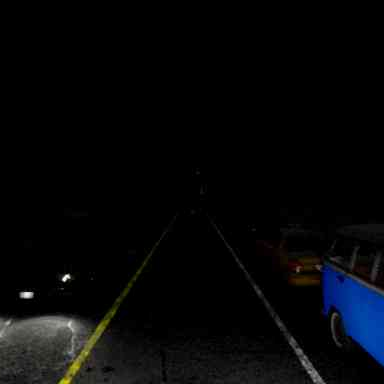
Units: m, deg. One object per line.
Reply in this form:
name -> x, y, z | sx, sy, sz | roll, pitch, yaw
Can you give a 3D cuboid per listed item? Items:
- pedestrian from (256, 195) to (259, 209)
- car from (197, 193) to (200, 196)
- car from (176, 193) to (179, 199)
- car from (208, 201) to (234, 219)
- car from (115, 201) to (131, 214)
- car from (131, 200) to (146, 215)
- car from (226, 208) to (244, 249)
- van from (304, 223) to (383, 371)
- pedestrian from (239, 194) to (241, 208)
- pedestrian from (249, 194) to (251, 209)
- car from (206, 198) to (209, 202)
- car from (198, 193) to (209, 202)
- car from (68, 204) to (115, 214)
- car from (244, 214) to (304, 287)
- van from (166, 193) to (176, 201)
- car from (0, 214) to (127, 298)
pedestrian -> 8.149, 1.257, 41.821 | 0.375, 1.860, 0.375 | 0, 0, 0
car -> 3.081, 1.590, 87.158 | 2.008, 1.369, 4.403 | 0, 0, 1
car -> -5.392, 1.610, 92.748 | 1.947, 1.339, 4.313 | 0, 0, 1
car -> 2.774, 1.556, 28.957 | 2.008, 1.369, 4.403 | 0, 0, 0
car -> -5.753, 1.548, 23.067 | 1.887, 1.381, 4.507 | 0, 0, 0
car -> -5.750, 1.558, 33.956 | 2.008, 1.369, 4.403 | 0, 0, 0
car -> 2.769, 1.567, 14.386 | 1.947, 1.339, 4.313 | 0, 0, 0
van -> 2.766, 1.341, 3.560 | 1.690, 1.788, 3.998 | 0, 0, 0
pedestrian -> 6.149, 1.152, 42.422 | 0.375, 1.860, 0.375 | 0, 0, 0
pedestrian -> 7.149, 1.186, 41.222 | 0.375, 1.860, 0.375 | 0, 0, 0
car -> 2.775, 1.558, 33.950 | 2.008, 1.369, 4.403 | 0, 0, 0
car -> 2.978, 1.582, 76.132 | 2.008, 1.369, 4.403 | 0, 0, 1
car -> -5.755, 1.553, 17.622 | 2.008, 1.369, 4.403 | 0, 0, 0
car -> 2.767, 1.526, 9.142 | 1.752, 1.417, 4.829 | 0, 0, 0
van -> -5.495, 1.377, 81.723 | 1.690, 1.788, 3.998 | 0, 0, 1
car -> -3.099, 1.548, 8.896 | 2.033, 1.411, 5.357 | 0, 0, 0
